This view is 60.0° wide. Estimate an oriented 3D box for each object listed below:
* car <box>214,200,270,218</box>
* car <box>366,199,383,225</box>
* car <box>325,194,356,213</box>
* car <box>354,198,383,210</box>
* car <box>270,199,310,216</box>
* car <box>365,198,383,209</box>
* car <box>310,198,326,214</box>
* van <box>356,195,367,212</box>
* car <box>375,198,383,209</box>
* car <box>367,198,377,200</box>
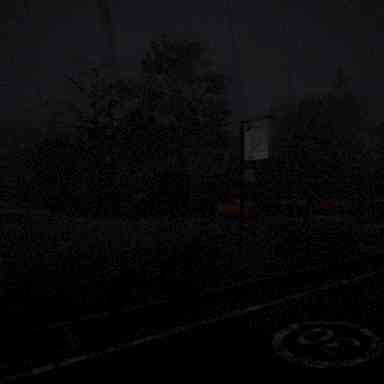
[{"bbox_3d":[4.015,1.431,29.366,2.097,1.535,5.008,0,0,-35],"label":"car"},{"bbox_3d":[13.855,1.436,20.316,2.231,1.521,4.892,0,0,-35],"label":"car"},{"bbox_3d":[15.368,1.360,37.427,2.185,1.767,4.553,0,0,-36],"label":"car"},{"bbox_3d":[24.519,1.569,43.776,1.946,1.575,5.366,1,0,-36],"label":"car"},{"bbox_3d":[8.544,1.442,32.606,2.097,1.535,5.008,0,0,-35],"label":"car"},{"bbox_3d":[26.681,1.594,45.543,2.097,1.535,5.008,1,0,-36],"label":"car"},{"bbox_3d":[10.815,1.494,34.221,2.002,1.452,4.674,0,0,-35],"label":"car"},{"bbox_3d":[17.546,1.278,39.163,1.878,1.987,4.442,0,0,-36],"label":"van"},{"bbox_3d":[28.959,1.646,47.144,2.163,1.488,4.792,1,0,-36],"label":"car"},{"bbox_3d":[22.147,1.589,42.305,2.002,1.452,4.674,1,0,-36],"label":"car"}]
